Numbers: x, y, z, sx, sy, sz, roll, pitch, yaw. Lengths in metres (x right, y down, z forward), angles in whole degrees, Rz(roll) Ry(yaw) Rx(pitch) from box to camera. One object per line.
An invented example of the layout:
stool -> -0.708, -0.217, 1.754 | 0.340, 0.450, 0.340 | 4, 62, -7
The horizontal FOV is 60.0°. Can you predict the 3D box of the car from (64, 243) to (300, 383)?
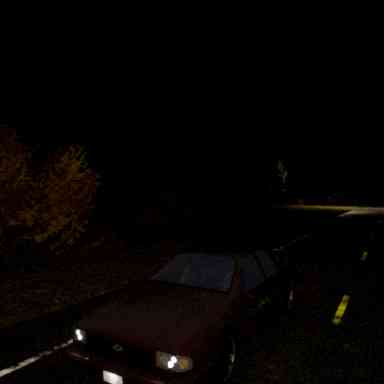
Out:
car -> 0.493, 1.686, 5.911 | 2.033, 1.411, 5.357 | -1, -2, 31
